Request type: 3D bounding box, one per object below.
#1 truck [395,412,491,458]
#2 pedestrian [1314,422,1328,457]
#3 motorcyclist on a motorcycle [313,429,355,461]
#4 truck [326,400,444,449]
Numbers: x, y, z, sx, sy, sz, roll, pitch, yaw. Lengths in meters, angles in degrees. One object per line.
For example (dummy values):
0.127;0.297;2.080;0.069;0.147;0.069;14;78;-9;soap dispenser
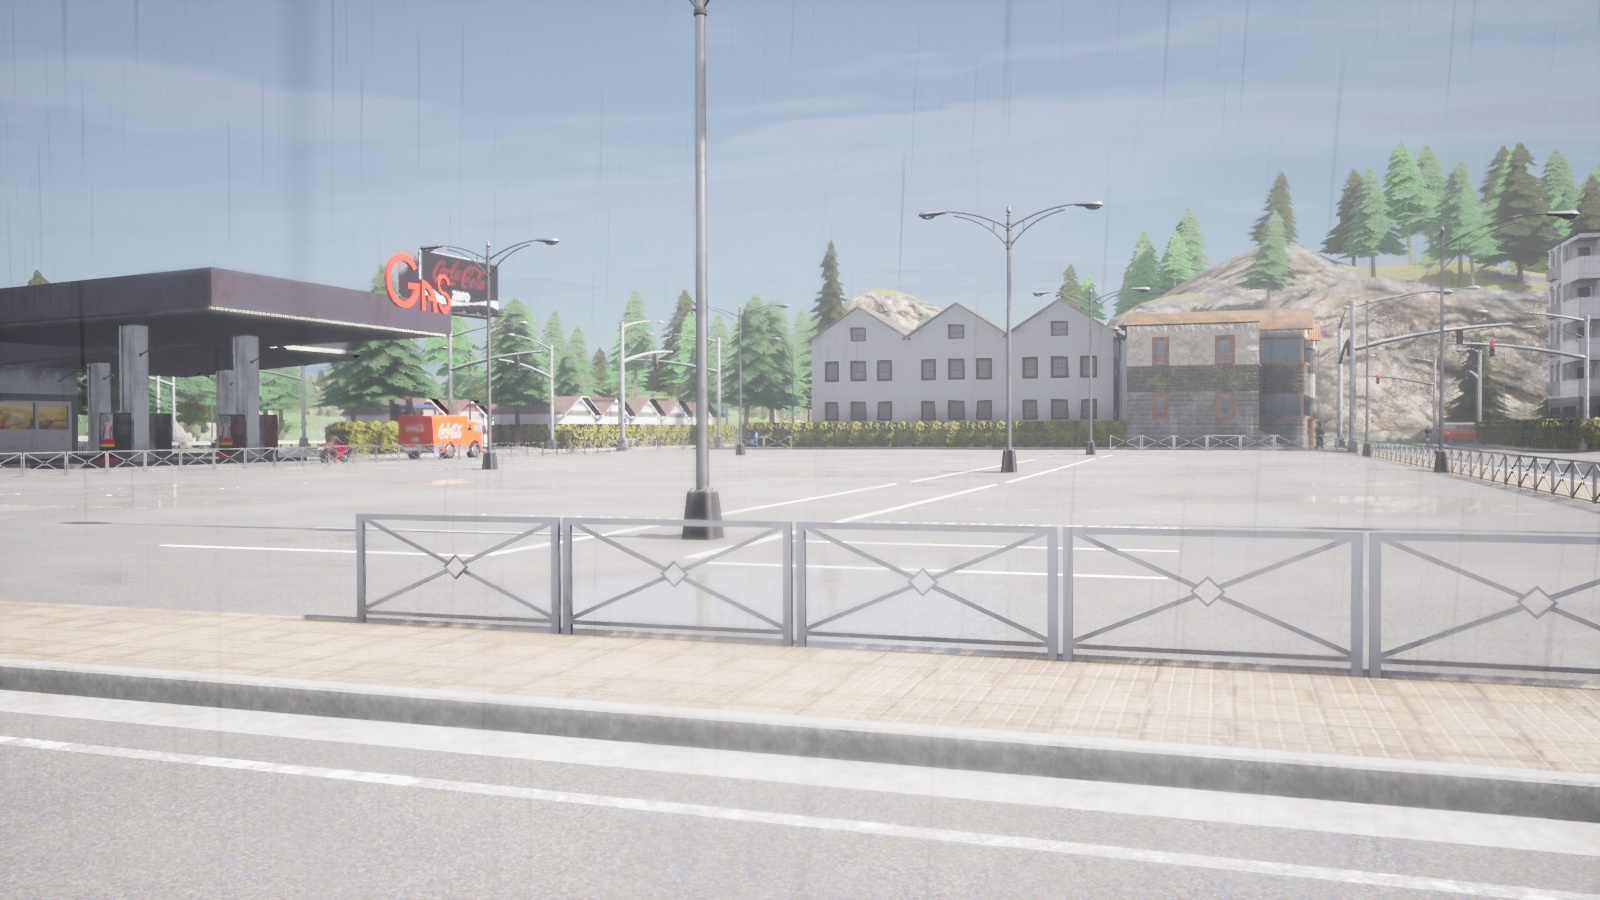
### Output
-19.786;-0.852;69.821;2.627;2.467;5.204;1;1;19;truck
29.564;-0.598;71.252;0.423;1.949;0.788;0;1;2;pedestrian
-22.763;-0.260;61.423;0.797;1.523;2.044;1;1;19;motorcyclist on a motorcycle
-30.355;-1.867;91.884;7.936;3.462;2.891;0;2;19;truck
